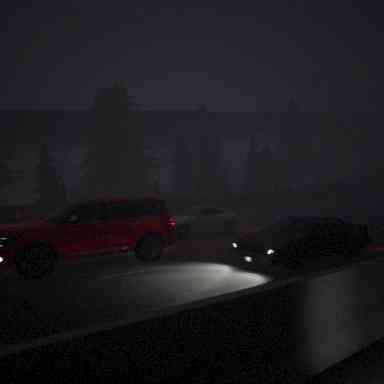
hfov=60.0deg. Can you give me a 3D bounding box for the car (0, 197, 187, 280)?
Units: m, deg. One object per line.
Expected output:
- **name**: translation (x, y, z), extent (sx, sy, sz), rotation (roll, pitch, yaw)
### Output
- **car**: translation (-3.141, 1.197, 10.328), extent (5.566, 2.045, 2.150), rotation (-1, 0, -35)

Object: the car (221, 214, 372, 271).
- **car**: translation (3.763, 1.477, 10.906), extent (5.357, 1.411, 2.033), rotation (-1, 0, -35)

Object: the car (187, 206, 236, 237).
- **car**: translation (0.367, 1.444, 17.073), extent (4.674, 1.442, 1.812), rotation (-1, 0, -35)
